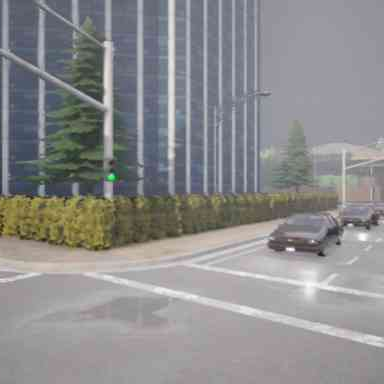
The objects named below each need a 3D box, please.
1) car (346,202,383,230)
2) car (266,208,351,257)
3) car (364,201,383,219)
[{"bbox_3d":[10.801,1.547,21.515,2.033,1.411,5.357,0,0,37],"label":"car"},{"bbox_3d":[4.784,1.546,13.434,2.033,1.411,5.357,0,0,34],"label":"car"},{"bbox_3d":[16.633,1.564,29.368,1.994,1.385,4.181,0,0,36],"label":"car"}]
